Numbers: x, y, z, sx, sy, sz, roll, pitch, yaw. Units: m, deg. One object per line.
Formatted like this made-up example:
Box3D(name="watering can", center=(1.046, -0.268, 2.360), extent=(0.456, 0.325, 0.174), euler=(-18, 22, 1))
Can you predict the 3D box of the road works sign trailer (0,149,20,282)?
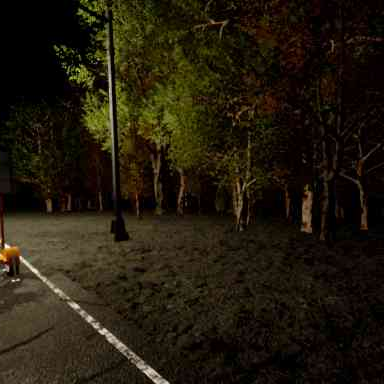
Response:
Box3D(name="road works sign trailer", center=(-6.186, 0.537, 8.975), extent=(2.380, 3.560, 2.880), euler=(-3, 2, -36))
